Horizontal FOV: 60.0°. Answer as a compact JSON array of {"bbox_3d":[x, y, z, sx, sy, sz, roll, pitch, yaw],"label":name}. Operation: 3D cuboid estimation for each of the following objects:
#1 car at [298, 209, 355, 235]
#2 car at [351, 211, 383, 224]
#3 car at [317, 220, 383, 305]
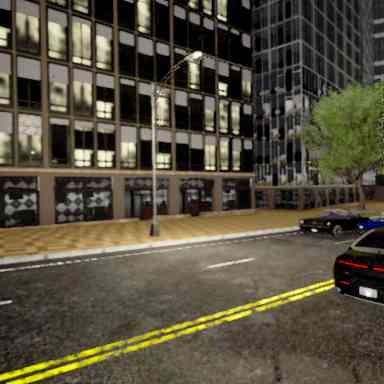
[{"bbox_3d":[7.848,1.623,18.188,4.718,1.301,1.895,0,0,-40],"label":"car"},{"bbox_3d":[9.458,1.612,15.301,4.718,1.301,1.895,0,0,-40],"label":"car"},{"bbox_3d":[5.000,1.507,7.299,4.892,1.490,1.837,0,0,-38],"label":"car"}]
